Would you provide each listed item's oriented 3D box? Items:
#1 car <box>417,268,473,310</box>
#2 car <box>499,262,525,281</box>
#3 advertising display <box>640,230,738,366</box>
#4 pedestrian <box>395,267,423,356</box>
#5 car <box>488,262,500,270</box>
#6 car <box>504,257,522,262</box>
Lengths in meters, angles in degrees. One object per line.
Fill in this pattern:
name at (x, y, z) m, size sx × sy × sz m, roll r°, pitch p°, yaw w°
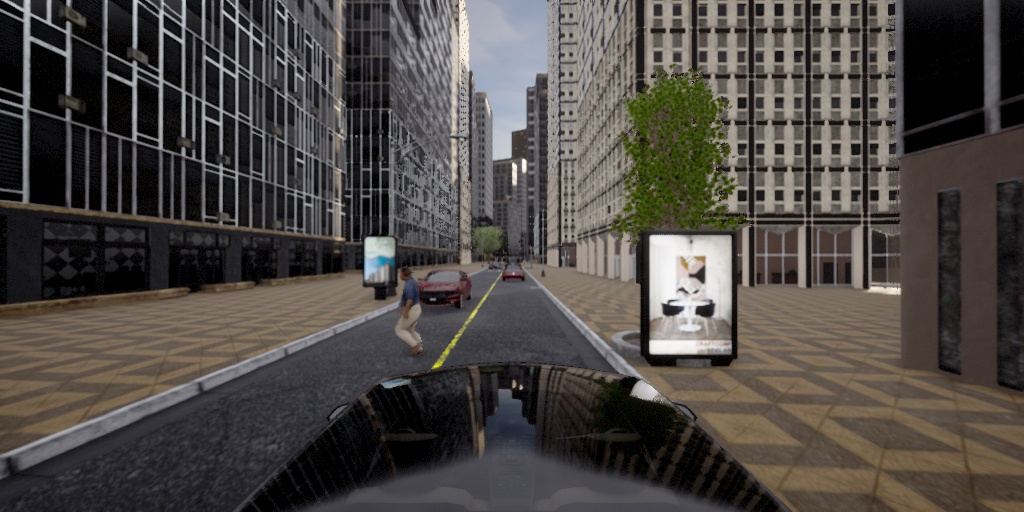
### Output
car at (-2.834, 1.291, 15.397) m, size 1.882 × 1.535 × 5.008 m, roll 0°, pitch 0°, yaw 0°
car at (0.131, 1.460, 32.520) m, size 1.994 × 1.385 × 4.181 m, roll 0°, pitch 0°, yaw 0°
advertising display at (3.014, 0.794, 6.151) m, size 1.540 × 2.440 × 0.280 m, roll 0°, pitch 0°, yaw 0°
pedestrian at (-2.053, 1.067, 7.171) m, size 0.375 × 1.860 × 0.375 m, roll 0°, pitch 0°, yaw -2°
car at (-2.744, 1.604, 58.649) m, size 1.994 × 1.385 × 4.181 m, roll 0°, pitch -1°, yaw 0°
car at (0.139, 1.183, 45.447) m, size 2.150 × 2.045 × 5.566 m, roll 0°, pitch 0°, yaw 0°
